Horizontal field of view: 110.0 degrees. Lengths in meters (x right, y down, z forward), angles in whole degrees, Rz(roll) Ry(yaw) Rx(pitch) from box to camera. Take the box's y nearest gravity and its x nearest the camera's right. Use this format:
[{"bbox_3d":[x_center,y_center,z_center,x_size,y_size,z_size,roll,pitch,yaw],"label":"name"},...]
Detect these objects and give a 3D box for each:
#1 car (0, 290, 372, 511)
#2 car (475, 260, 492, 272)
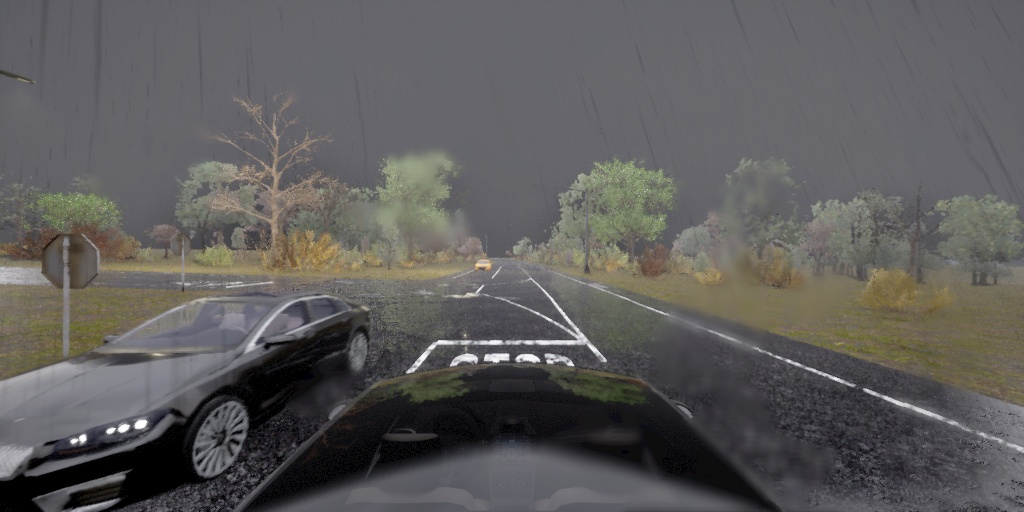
[{"bbox_3d":[-3.499,1.255,4.699,2.128,1.511,4.902,0,0,0],"label":"car"},{"bbox_3d":[-3.583,1.247,45.470,1.882,1.535,5.008,0,0,0],"label":"car"}]
